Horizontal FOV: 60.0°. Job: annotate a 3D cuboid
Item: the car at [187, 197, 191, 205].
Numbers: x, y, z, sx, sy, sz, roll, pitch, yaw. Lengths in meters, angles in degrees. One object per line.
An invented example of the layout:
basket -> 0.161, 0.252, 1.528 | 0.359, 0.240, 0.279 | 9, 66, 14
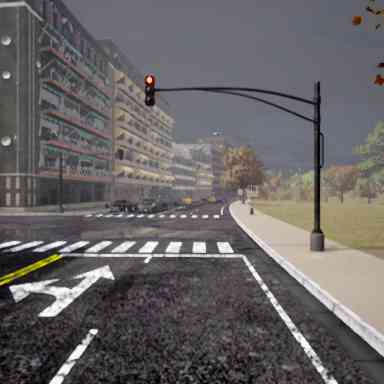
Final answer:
car -> -1.358, 1.663, 65.569 | 1.882, 1.535, 5.008 | 0, 0, 9

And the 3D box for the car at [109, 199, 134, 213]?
car -> -8.037, 1.570, 38.379 | 1.837, 1.490, 4.892 | 0, 0, 5

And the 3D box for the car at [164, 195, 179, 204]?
car -> -4.211, 1.550, 68.281 | 2.097, 1.767, 4.553 | 0, 0, 9

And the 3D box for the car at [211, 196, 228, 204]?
car -> 5.722, 1.754, 68.634 | 2.033, 1.411, 5.357 | 0, 0, 9

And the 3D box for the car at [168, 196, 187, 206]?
car -> -2.670, 1.689, 56.674 | 2.033, 1.411, 5.357 | 0, 0, 8

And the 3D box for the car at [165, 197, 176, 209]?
car -> -3.892, 1.702, 47.101 | 1.895, 1.301, 4.718 | 0, 0, 7

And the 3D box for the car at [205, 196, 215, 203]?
car -> 4.335, 1.696, 79.323 | 1.882, 1.535, 5.008 | 0, 0, 12

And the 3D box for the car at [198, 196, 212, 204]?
car -> 2.509, 1.699, 69.124 | 2.128, 1.511, 4.902 | 0, 0, 9

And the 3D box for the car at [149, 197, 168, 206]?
car -> -5.738, 1.694, 58.147 | 2.033, 1.411, 5.357 | 0, 0, 8

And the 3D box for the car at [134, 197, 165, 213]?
car -> -4.793, 1.417, 38.154 | 2.097, 1.767, 4.553 | 0, 0, 5

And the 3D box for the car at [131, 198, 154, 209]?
car -> -7.045, 1.651, 48.075 | 2.033, 1.411, 5.357 | 0, 0, 6
